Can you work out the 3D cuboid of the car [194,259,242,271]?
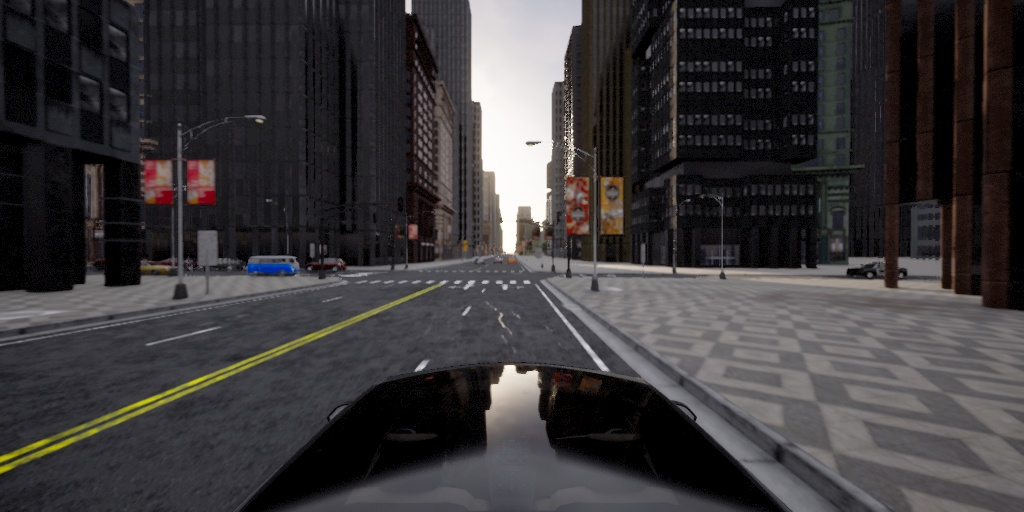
[{"bbox_3d":[-31.901,0.933,39.789,4.403,1.370,2.007,0,0,0],"label":"car"}]

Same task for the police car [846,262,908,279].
[{"bbox_3d":[37.292,1.433,36.768,5.238,1.638,1.930,0,1,0],"label":"police car"}]

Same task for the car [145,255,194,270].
[{"bbox_3d":[-37.525,0.877,39.808,4.507,1.381,1.888,0,0,0],"label":"car"}]

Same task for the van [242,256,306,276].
[{"bbox_3d":[-20.681,0.909,31.225,3.998,1.789,1.690,0,0,0],"label":"van"}]

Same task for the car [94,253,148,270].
[{"bbox_3d":[-43.150,0.595,39.827,5.009,1.841,2.192,0,0,0],"label":"car"}]

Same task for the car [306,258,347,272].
[{"bbox_3d":[-20.652,0.924,39.751,4.097,1.591,1.967,0,0,0],"label":"car"}]

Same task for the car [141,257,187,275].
[{"bbox_3d":[-31.759,0.993,31.263,4.829,1.417,1.751,0,0,0],"label":"car"}]
